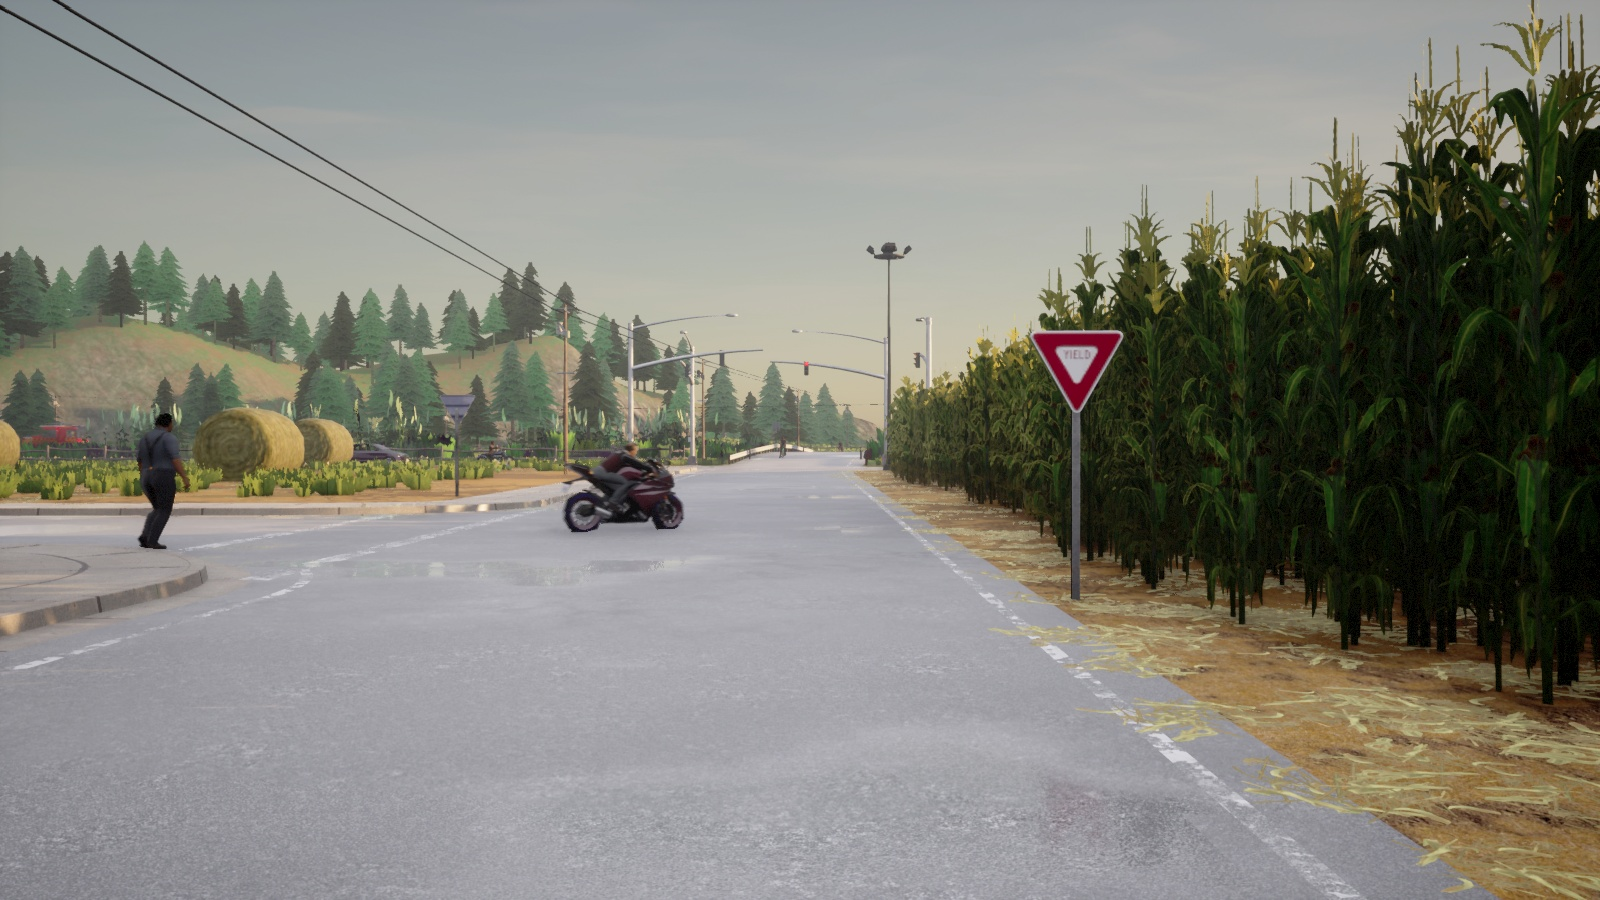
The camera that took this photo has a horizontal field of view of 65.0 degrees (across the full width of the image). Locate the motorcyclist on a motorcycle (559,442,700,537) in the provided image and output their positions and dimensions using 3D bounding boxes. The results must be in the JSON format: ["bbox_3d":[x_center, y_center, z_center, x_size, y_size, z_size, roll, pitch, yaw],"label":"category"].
[{"bbox_3d":[-2.878,0.653,21.285,2.191,1.530,0.866,0,-1,-33],"label":"motorcyclist on a motorcycle"}]

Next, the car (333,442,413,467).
[{"bbox_3d":[-25.853,0.275,76.062,4.193,1.474,1.816,0,0,3],"label":"car"}]

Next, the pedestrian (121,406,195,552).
[{"bbox_3d":[-8.321,0.369,16.289,0.540,1.848,0.694,0,0,13],"label":"pedestrian"}]

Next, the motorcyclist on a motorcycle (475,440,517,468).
[{"bbox_3d":[-18.294,0.220,75.628,2.350,1.649,0.766,0,0,3],"label":"motorcyclist on a motorcycle"}]
